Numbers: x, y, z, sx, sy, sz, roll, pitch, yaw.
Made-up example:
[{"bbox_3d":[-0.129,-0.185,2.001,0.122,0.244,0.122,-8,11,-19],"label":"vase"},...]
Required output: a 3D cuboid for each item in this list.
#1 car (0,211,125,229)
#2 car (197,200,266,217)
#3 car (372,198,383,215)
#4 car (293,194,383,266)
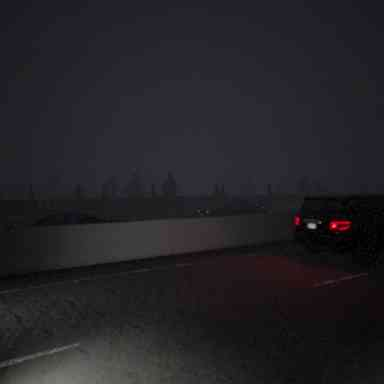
[{"bbox_3d":[-5.200,1.476,12.979,5.357,1.411,2.033,-1,1,-33],"label":"car"},{"bbox_3d":[3.112,1.290,25.639,5.357,1.411,2.033,-1,1,-26],"label":"car"},{"bbox_3d":[17.417,1.167,27.565,4.181,1.385,1.994,-1,1,-18],"label":"car"},{"bbox_3d":[5.943,1.071,11.173,5.566,2.045,2.150,-1,1,-28],"label":"car"}]
